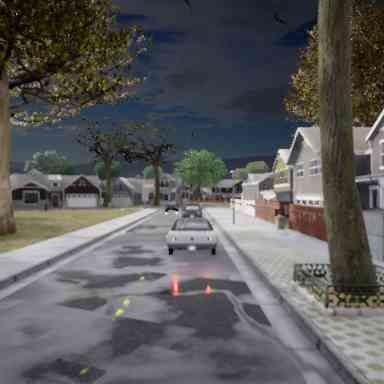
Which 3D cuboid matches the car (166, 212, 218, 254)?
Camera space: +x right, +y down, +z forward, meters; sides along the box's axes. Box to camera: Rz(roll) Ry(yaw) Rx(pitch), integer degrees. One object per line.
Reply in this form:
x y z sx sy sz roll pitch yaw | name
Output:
0.010 1.737 14.105 1.895 1.301 4.718 0 -1 0 | car

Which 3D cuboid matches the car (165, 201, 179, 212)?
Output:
-2.723 2.004 46.556 2.033 1.411 5.357 0 -1 0 | car

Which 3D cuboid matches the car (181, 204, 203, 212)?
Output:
0.022 1.811 29.378 1.812 1.442 4.674 0 0 0 | car
